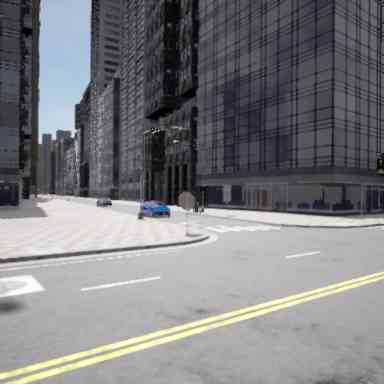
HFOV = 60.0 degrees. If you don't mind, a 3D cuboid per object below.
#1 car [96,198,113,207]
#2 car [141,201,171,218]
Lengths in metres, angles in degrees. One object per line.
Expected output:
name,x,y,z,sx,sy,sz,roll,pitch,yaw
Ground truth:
car,-14.679,1.738,55.499,2.033,1.411,5.357,1,0,-25
car,-3.639,1.638,32.582,1.882,1.535,5.008,1,0,-26
